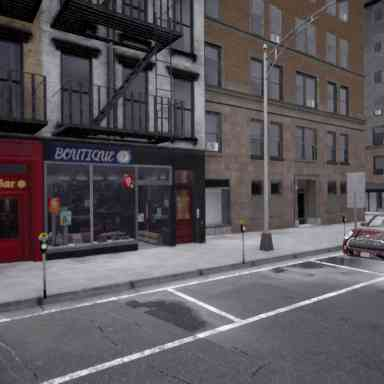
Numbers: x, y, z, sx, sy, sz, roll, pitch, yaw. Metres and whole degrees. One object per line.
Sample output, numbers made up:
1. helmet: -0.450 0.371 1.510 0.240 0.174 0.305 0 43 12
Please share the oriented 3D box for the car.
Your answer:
1. car: 7.043 1.442 11.592 4.097 1.590 1.967 0 -1 -36
